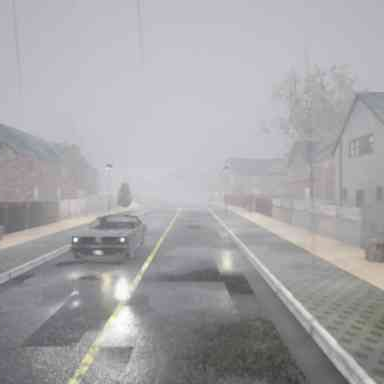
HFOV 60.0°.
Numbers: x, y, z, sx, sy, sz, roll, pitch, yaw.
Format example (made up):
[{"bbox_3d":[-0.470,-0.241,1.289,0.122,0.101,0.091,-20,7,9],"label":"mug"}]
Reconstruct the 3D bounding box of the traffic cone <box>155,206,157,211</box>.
[{"bbox_3d":[-3.850,1.748,35.798,0.340,0.580,0.340,0,0,0],"label":"traffic cone"}]

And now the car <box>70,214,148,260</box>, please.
[{"bbox_3d":[-2.849,1.533,12.341,1.895,1.301,4.718,0,0,0],"label":"car"}]

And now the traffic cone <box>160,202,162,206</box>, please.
[{"bbox_3d":[-3.918,1.716,40.691,0.340,0.580,0.340,0,0,-2],"label":"traffic cone"}]

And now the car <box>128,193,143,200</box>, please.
[{"bbox_3d":[-13.119,1.001,77.216,1.837,1.490,4.892,1,0,-36],"label":"car"}]
